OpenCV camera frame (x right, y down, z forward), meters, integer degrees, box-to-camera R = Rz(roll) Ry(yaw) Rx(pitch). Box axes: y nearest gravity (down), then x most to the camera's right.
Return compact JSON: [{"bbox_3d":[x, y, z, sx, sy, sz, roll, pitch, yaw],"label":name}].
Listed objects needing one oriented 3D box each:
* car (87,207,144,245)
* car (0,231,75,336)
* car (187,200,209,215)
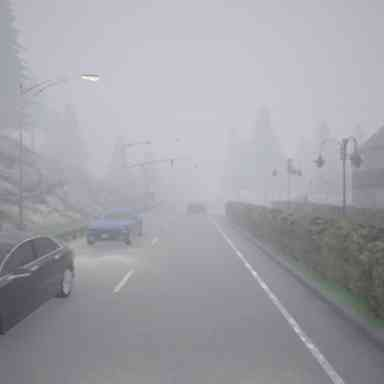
[{"bbox_3d":[-3.569,1.547,16.175,1.882,1.535,5.008,0,0,1],"label":"car"},{"bbox_3d":[-3.596,1.531,5.831,1.837,1.490,4.892,0,0,0],"label":"car"},{"bbox_3d":[0.731,1.664,36.639,1.882,1.535,5.008,0,-1,9],"label":"car"}]
